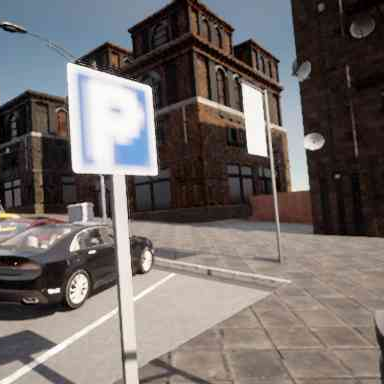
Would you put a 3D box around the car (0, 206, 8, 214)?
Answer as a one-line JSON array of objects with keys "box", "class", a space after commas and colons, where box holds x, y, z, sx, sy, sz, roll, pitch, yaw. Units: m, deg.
[{"box": [-7.383, 1.454, 11.446, 1.946, 1.575, 5.366, 0, -1, 19], "class": "car"}]

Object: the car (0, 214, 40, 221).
[{"box": [-4.934, 1.489, 9.736, 2.002, 1.452, 4.674, 0, -1, 19], "class": "car"}]

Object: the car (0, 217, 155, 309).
[{"box": [-2.553, 1.440, 7.843, 2.231, 1.521, 4.892, 0, -1, 19], "class": "car"}]

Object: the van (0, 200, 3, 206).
[{"box": [-9.681, 1.245, 13.625, 1.878, 1.987, 4.442, 0, -1, 18], "class": "van"}]
